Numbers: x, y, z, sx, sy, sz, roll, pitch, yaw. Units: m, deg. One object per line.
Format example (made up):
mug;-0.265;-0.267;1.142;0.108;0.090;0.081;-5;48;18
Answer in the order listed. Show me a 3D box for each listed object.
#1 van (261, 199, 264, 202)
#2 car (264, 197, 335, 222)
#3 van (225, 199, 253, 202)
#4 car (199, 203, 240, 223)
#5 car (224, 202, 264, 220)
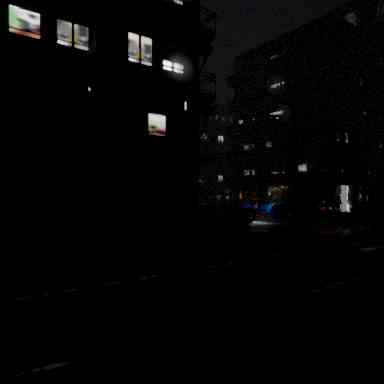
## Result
van;8.540;1.584;33.562;1.690;1.788;3.998;-1;0;-36
car;9.273;1.414;28.329;2.150;2.045;5.566;0;-1;-37
van;5.228;1.657;38.080;1.690;1.788;3.998;-1;0;-36
car;1.798;1.862;28.649;1.802;1.307;4.206;-1;0;-36
car;4.340;1.822;29.521;1.994;1.385;4.181;0;-1;-36
